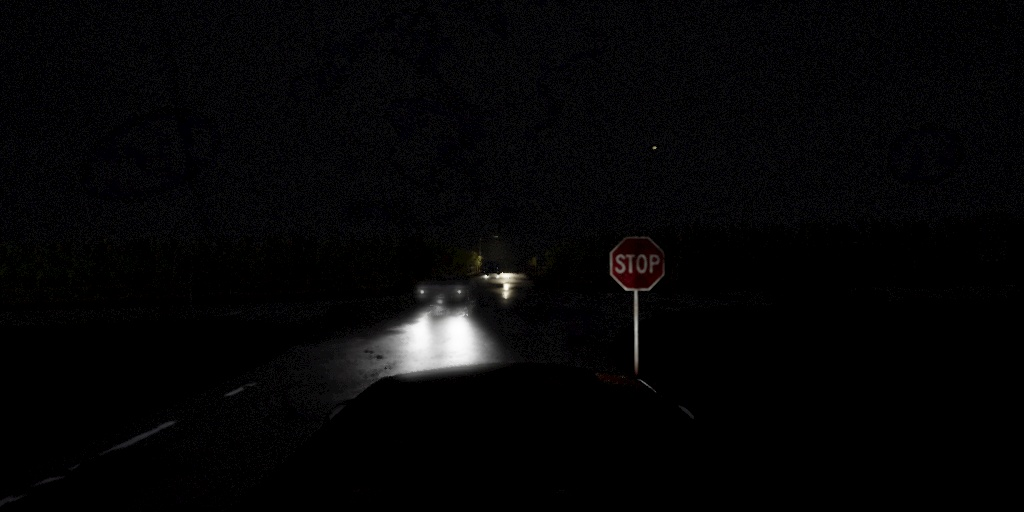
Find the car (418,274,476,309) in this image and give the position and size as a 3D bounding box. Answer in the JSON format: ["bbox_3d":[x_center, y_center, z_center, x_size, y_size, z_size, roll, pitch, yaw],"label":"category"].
[{"bbox_3d":[-2.756,1.486,15.989,1.895,1.301,4.718,0,-1,0],"label":"car"}]

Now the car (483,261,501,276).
[{"bbox_3d":[-2.765,1.718,49.893,2.150,2.045,5.566,0,-1,0],"label":"car"}]
